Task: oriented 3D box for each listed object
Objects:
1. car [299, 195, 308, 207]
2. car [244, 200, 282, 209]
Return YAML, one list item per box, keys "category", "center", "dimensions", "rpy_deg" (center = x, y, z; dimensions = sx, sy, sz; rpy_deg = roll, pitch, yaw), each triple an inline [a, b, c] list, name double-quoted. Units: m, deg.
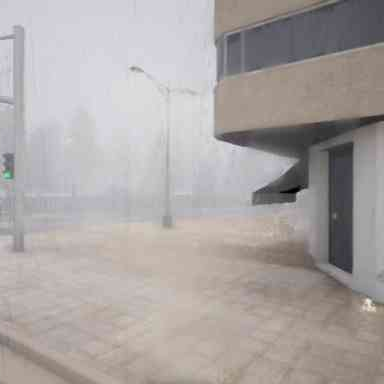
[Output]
- category: "car"
  center: [17.772, 1.250, 47.868]
  dimensions: [4.553, 1.767, 2.097]
  rpy_deg: [0, 1, 25]
- category: "car"
  center: [9.053, 1.372, 42.198]
  dimensions: [4.902, 1.511, 2.128]
  rpy_deg: [0, 0, -17]
